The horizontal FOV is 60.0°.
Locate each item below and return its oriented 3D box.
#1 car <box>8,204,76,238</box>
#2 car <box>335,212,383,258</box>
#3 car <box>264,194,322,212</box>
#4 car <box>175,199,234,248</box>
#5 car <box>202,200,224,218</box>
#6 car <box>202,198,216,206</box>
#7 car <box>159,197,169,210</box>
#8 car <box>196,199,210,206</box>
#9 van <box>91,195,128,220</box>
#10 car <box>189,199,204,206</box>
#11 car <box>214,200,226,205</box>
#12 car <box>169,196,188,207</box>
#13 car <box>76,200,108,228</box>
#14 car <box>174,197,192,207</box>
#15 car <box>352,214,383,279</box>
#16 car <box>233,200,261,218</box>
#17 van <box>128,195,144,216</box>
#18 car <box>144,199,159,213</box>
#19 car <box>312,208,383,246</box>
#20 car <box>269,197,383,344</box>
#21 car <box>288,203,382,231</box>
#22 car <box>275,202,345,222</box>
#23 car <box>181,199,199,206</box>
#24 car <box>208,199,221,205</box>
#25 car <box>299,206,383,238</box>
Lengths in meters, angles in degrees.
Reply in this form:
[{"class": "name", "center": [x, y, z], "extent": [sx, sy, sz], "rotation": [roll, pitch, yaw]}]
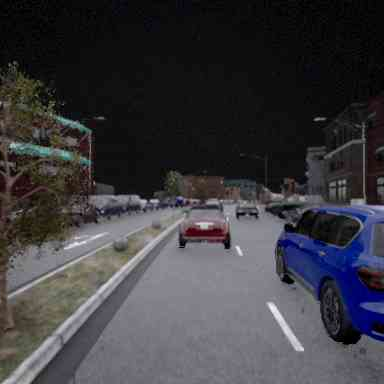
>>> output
[{"class": "car", "center": [-8.243, 1.534, 17.314], "extent": [2.097, 1.535, 5.008], "rotation": [0, 0, 4]}, {"class": "car", "center": [8.110, 1.555, 12.385], "extent": [4.674, 1.452, 2.002], "rotation": [0, 0, 3]}, {"class": "car", "center": [9.720, 1.254, 31.560], "extent": [5.566, 2.045, 2.435], "rotation": [0, 0, 8]}, {"class": "car", "center": [0.607, 1.394, 15.145], "extent": [2.097, 1.767, 4.553], "rotation": [0, 0, 3]}, {"class": "car", "center": [2.130, 1.550, 32.124], "extent": [1.837, 1.490, 4.892], "rotation": [0, 0, 7]}, {"class": "car", "center": [4.287, 2.463, 82.614], "extent": [2.185, 1.767, 4.553], "rotation": [-1, -2, 19]}, {"class": "car", "center": [-4.960, 1.684, 44.811], "extent": [2.002, 1.452, 4.674], "rotation": [0, -1, 10]}, {"class": "car", "center": [2.584, 2.450, 77.143], "extent": [2.163, 1.488, 4.792], "rotation": [0, -2, 17]}, {"class": "van", "center": [-7.282, 1.310, 28.224], "extent": [1.878, 1.987, 4.442], "rotation": [0, 0, 7]}, {"class": "car", "center": [1.043, 2.297, 71.845], "extent": [2.002, 1.452, 4.674], "rotation": [0, -2, 16]}, {"class": "car", "center": [7.939, 2.951, 93.056], "extent": [2.002, 1.452, 4.674], "rotation": [-1, -2, 21]}, {"class": "car", "center": [-2.918, 1.574, 55.670], "extent": [2.435, 2.045, 5.566], "rotation": [0, -1, 13]}, {"class": "car", "center": [-7.822, 1.566, 22.790], "extent": [2.163, 1.488, 4.792], "rotation": [0, 0, 6]}, {"class": "car", "center": [-1.690, 1.825, 61.140], "extent": [2.185, 1.767, 4.553], "rotation": [0, -2, 14]}, {"class": "car", "center": [7.803, 1.509, 9.666], "extent": [5.366, 1.575, 1.946], "rotation": [0, 0, 2]}, {"class": "car", "center": [4.891, 1.633, 30.051], "extent": [1.895, 1.301, 4.718], "rotation": [0, 0, 7]}, {"class": "van", "center": [-6.634, 1.324, 33.725], "extent": [1.878, 1.987, 4.442], "rotation": [0, 0, 8]}, {"class": "car", "center": [-5.828, 1.626, 39.337], "extent": [2.002, 1.452, 4.674], "rotation": [0, -1, 9]}, {"class": "car", "center": [8.226, 1.545, 15.114], "extent": [4.792, 1.488, 2.163], "rotation": [0, 0, 4]}, {"class": "car", "center": [3.219, 1.249, 6.562], "extent": [2.150, 2.045, 5.566], "rotation": [0, 0, 2]}, {"class": "car", "center": [8.626, 1.513, 20.560], "extent": [4.892, 1.521, 2.231], "rotation": [0, 0, 5]}, {"class": "car", "center": [9.105, 1.530, 26.128], "extent": [4.792, 1.488, 2.163], "rotation": [0, 0, 6]}, {"class": "car", "center": [-0.357, 2.099, 66.611], "extent": [2.231, 1.521, 4.892], "rotation": [0, -2, 15]}, {"class": "car", "center": [6.053, 2.750, 87.842], "extent": [2.097, 1.535, 5.008], "rotation": [-1, -2, 20]}, {"class": "car", "center": [8.458, 1.544, 17.833], "extent": [4.792, 1.488, 2.163], "rotation": [0, 0, 4]}]
